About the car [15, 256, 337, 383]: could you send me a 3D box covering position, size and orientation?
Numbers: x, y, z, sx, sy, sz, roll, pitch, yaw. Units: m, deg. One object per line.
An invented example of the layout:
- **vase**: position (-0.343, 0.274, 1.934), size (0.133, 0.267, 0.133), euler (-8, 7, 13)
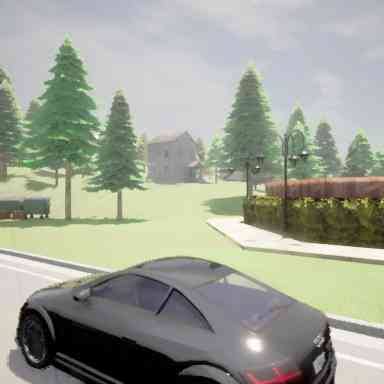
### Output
- **car**: position (-0.429, 1.563, 4.293), size (4.181, 1.385, 1.994), euler (0, 0, 36)
